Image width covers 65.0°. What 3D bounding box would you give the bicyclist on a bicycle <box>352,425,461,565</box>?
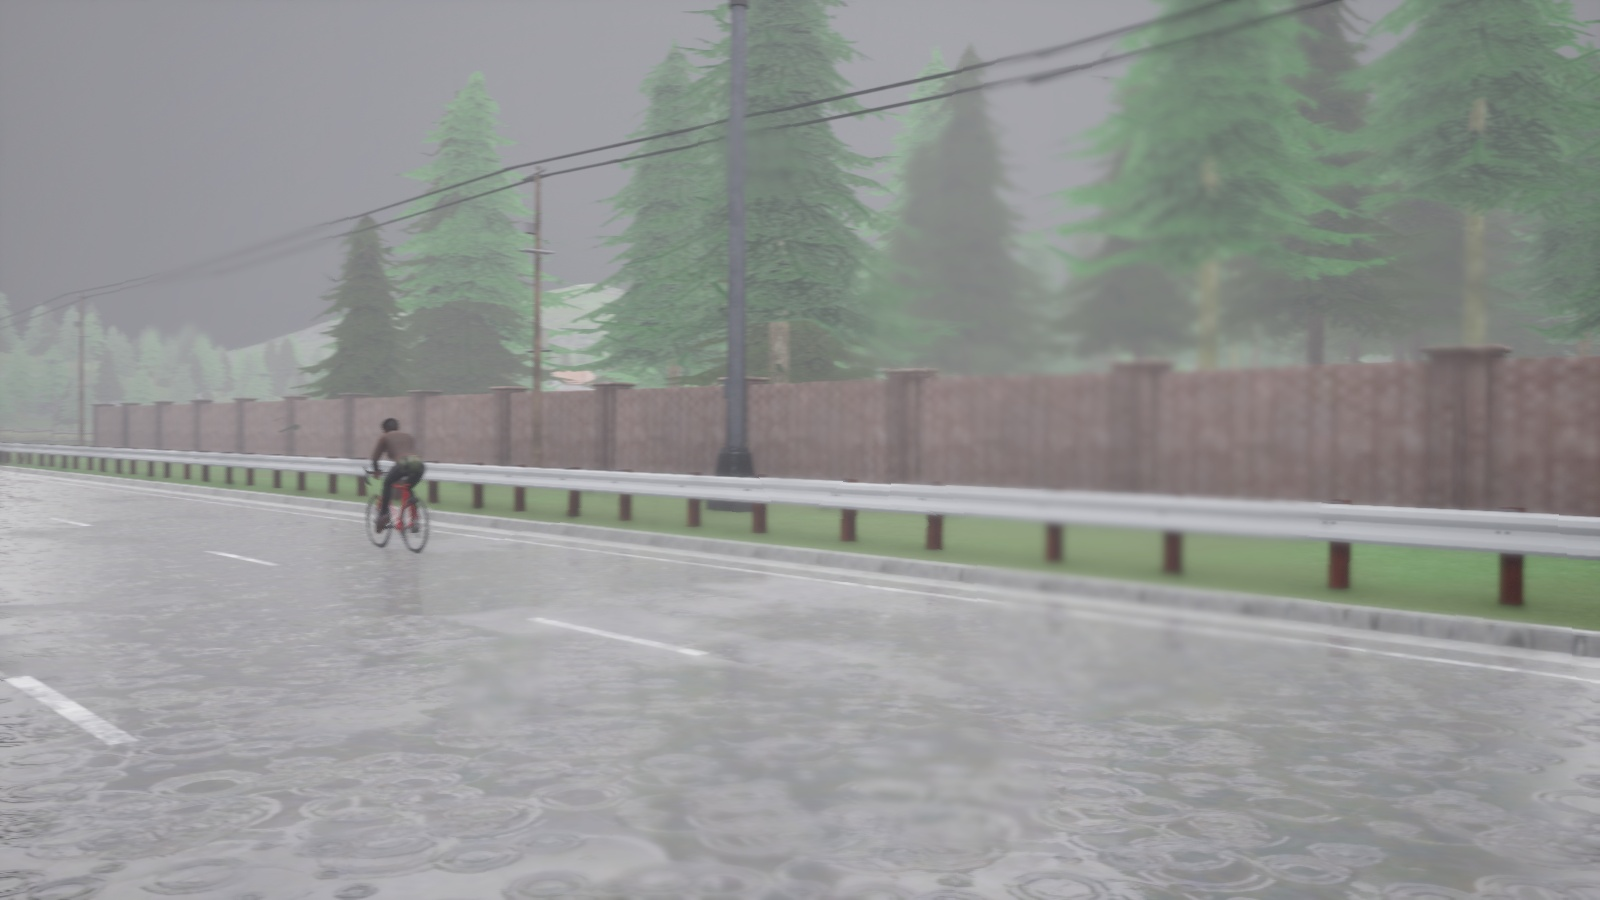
[{"bbox_3d":[-4.838,0.523,15.391,0.582,1.620,1.656,-1,1,-43],"label":"bicyclist on a bicycle"}]
